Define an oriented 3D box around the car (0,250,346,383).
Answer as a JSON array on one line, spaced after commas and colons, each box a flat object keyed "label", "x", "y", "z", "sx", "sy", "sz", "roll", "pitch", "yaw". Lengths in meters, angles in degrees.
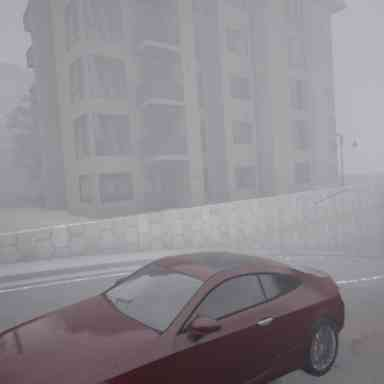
[{"label": "car", "x": 0.041, "y": 1.528, "z": 4.032, "sx": 4.674, "sy": 1.442, "sz": 1.812, "roll": 0, "pitch": 0, "yaw": -36}]
